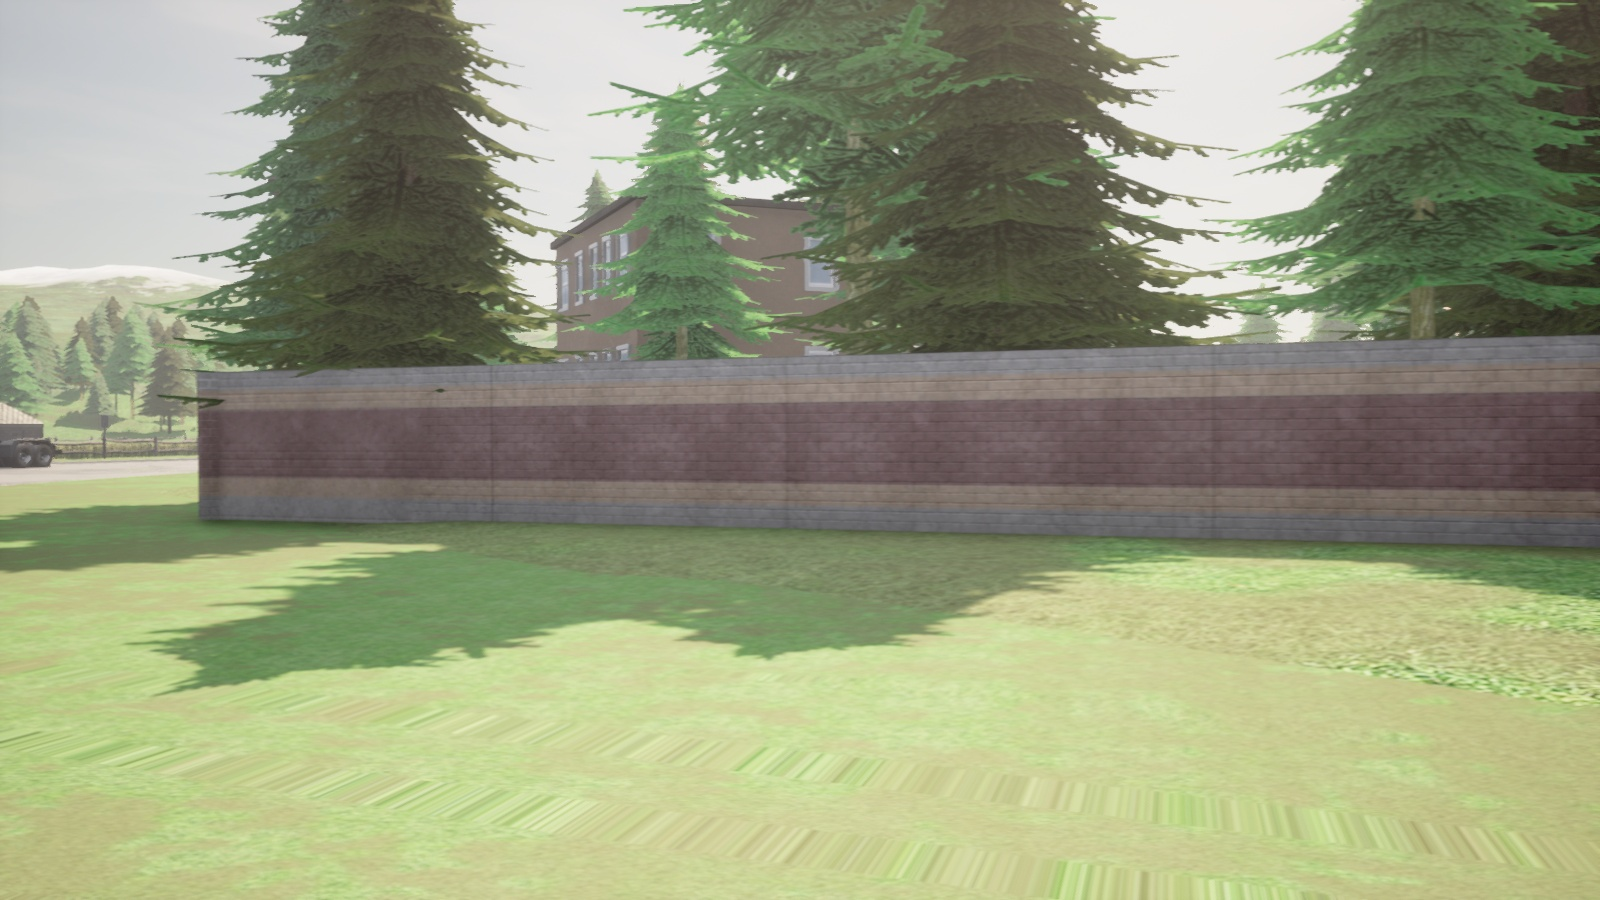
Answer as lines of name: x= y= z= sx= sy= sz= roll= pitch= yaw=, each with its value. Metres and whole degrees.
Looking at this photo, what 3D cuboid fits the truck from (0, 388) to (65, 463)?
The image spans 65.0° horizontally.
truck: x=-38.028 y=-1.133 z=57.700 sx=2.891 sy=3.462 sz=7.936 roll=0 pitch=1 yaw=10
